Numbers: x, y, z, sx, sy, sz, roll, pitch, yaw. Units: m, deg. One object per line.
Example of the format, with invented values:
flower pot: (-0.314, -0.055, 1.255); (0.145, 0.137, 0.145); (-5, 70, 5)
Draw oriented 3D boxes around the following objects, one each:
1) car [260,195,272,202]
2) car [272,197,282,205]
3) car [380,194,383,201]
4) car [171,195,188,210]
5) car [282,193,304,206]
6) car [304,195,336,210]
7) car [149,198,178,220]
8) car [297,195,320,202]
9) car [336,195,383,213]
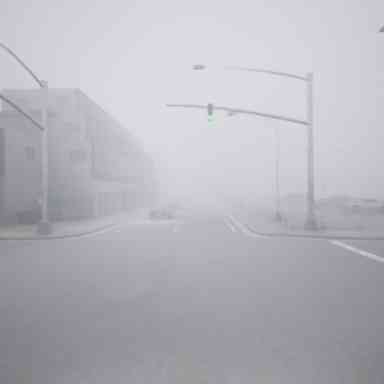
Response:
car: (16.295, 1.350, 70.729); (3.633, 1.501, 1.845); (0, 0, 2)
car: (15.543, 1.060, 52.160); (4.605, 1.855, 1.932); (0, 0, 2)
car: (42.314, 1.136, 69.881); (4.514, 1.523, 2.007); (0, 0, 2)
car: (-2.082, 1.412, 43.660); (2.097, 1.767, 4.553); (0, 0, 2)
car: (15.860, 1.034, 49.243); (3.866, 1.878, 1.905); (0, 0, 2)
car: (15.439, 1.101, 36.455); (5.027, 1.636, 2.152); (0, 0, 2)
car: (-2.577, 1.574, 28.985); (1.812, 1.442, 4.674); (0, 0, 2)
car: (23.613, 1.307, 67.506); (3.806, 1.475, 1.970); (0, 0, 2)
car: (15.551, 1.172, 30.031); (3.806, 1.475, 1.970); (0, 0, 2)
